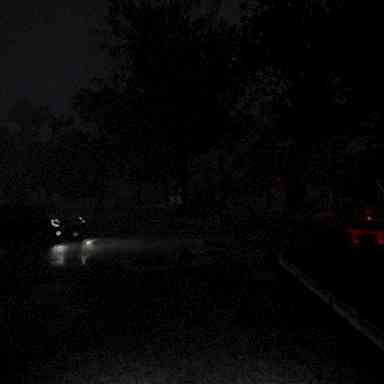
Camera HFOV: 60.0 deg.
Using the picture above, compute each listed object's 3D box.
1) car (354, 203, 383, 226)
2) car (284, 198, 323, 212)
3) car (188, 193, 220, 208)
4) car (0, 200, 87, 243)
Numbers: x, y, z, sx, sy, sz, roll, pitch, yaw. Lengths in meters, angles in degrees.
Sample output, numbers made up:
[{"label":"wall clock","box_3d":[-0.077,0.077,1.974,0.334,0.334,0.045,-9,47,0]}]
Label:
[{"label":"car","box_3d":[12.265,1.455,22.417,1.882,1.535,5.008,1,0,35]},{"label":"car","box_3d":[12.735,1.440,38.359,1.882,1.535,5.008,0,0,-26]},{"label":"car","box_3d":[1.113,1.180,46.641,5.566,2.045,2.150,0,0,10]},{"label":"car","box_3d":[-7.300,1.336,15.984,4.553,1.767,2.097,0,0,25]}]
